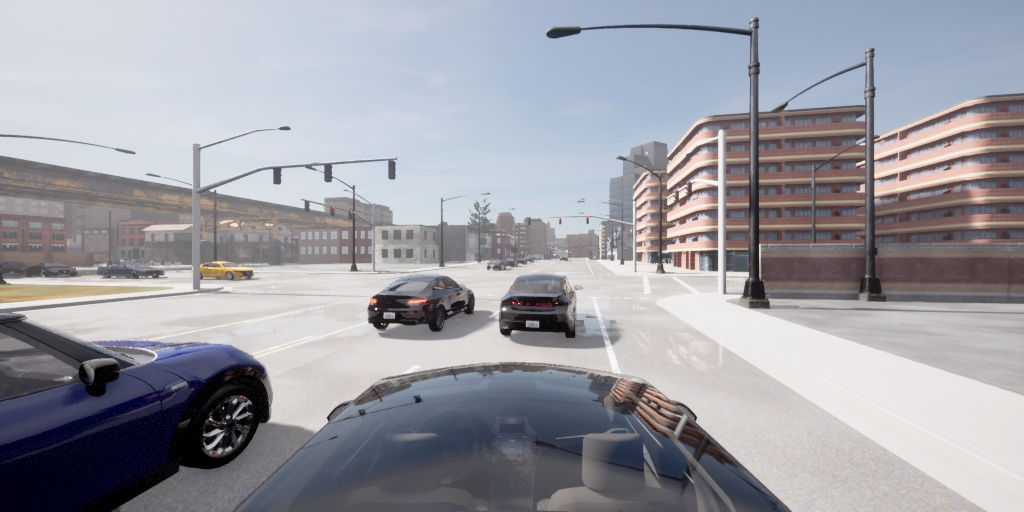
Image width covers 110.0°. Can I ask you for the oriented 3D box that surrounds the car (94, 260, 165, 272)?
[{"bbox_3d":[-34.263,1.297,32.185,5.357,1.411,2.033,0,0,9],"label":"car"}]

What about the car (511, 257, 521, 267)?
[{"bbox_3d":[-0.245,0.957,57.338,1.882,1.535,5.008,0,1,11],"label":"car"}]

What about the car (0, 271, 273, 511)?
[{"bbox_3d":[-3.858,1.102,2.146,2.097,1.767,4.553,0,0,6],"label":"car"}]

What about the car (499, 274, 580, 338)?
[{"bbox_3d":[0.907,1.255,10.284,1.837,1.490,4.892,0,0,11],"label":"car"}]

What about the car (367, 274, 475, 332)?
[{"bbox_3d":[-2.539,1.276,10.924,1.812,1.442,4.674,0,0,11],"label":"car"}]

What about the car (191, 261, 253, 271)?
[{"bbox_3d":[-24.605,1.228,30.554,5.008,1.535,1.882,0,0,10],"label":"car"}]

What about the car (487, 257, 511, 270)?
[{"bbox_3d":[-2.042,1.106,48.061,2.128,1.511,4.902,0,1,11],"label":"car"}]

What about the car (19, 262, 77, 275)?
[{"bbox_3d":[-43.983,1.314,34.216,4.181,1.385,1.994,0,0,15],"label":"car"}]
